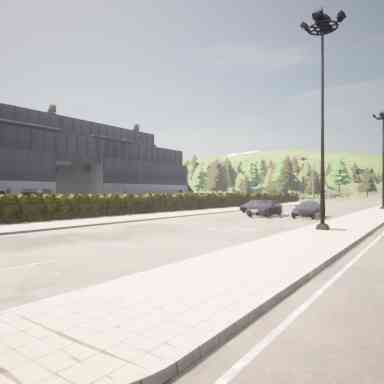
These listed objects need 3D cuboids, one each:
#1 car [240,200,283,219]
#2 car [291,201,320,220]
[{"bbox_3d":[6.566,1.491,29.667,2.128,1.511,4.902,0,0,35],"label":"car"},{"bbox_3d":[9.974,1.525,28.421,1.812,1.442,4.674,0,0,35],"label":"car"}]
